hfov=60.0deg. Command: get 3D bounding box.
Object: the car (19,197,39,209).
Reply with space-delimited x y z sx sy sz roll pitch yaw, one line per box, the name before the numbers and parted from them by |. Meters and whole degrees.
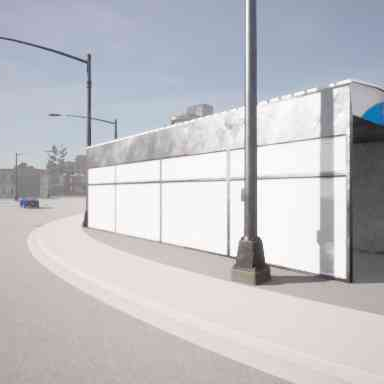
car | -22.566 1.457 46.095 1.882 1.535 5.008 0 0 -35
